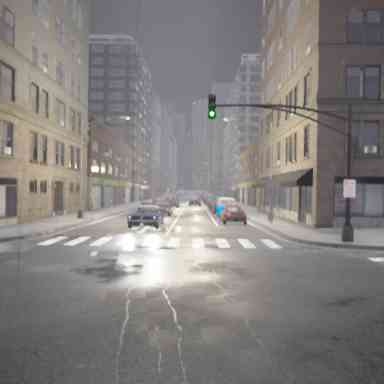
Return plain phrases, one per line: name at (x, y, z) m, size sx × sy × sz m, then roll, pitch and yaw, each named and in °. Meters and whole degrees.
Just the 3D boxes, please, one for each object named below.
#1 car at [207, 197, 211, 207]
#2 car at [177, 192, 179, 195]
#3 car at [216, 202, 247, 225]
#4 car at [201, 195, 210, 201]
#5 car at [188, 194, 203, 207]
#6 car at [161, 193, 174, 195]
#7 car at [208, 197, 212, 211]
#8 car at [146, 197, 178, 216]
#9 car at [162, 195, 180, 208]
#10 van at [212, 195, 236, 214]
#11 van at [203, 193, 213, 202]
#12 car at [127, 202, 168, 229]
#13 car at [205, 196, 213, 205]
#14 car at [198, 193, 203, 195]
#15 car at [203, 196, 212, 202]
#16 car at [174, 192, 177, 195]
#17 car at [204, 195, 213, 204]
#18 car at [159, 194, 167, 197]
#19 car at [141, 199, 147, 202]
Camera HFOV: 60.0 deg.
car at (3.127, 1.644, 41.092) m, size 1.802 × 1.307 × 4.206 m, roll 1°, pitch 0°, yaw 0°
car at (-5.063, 1.327, 85.581) m, size 1.887 × 1.381 × 4.507 m, roll 1°, pitch 0°, yaw 0°
car at (3.002, 1.638, 24.434) m, size 1.802 × 1.307 × 4.206 m, roll 1°, pitch 0°, yaw 0°
car at (3.461, 1.478, 85.510) m, size 1.947 × 1.339 × 4.313 m, roll 1°, pitch 0°, yaw 0°
car at (0.453, 1.519, 52.870) m, size 1.812 × 1.442 × 4.674 m, roll 1°, pitch 0°, yaw 0°
car at (-5.225, 1.183, 63.368) m, size 2.192 × 1.841 × 5.009 m, roll 1°, pitch 0°, yaw 0°
car at (3.085, 1.607, 35.537) m, size 1.887 × 1.381 × 4.507 m, roll 1°, pitch 0°, yaw 0°
car at (-2.787, 1.519, 32.099) m, size 2.033 × 1.411 × 5.357 m, roll 1°, pitch 0°, yaw 1°
car at (-2.663, 1.512, 46.302) m, size 2.033 × 1.411 × 5.357 m, roll 1°, pitch 0°, yaw 1°
van at (3.046, 1.401, 29.986) m, size 1.690 × 1.788 × 3.998 m, roll 1°, pitch 0°, yaw 0°
van at (3.257, 1.358, 57.749) m, size 1.690 × 1.788 × 3.998 m, roll 1°, pitch 0°, yaw 0°
car at (-2.872, 1.567, 21.412) m, size 1.895 × 1.301 × 4.718 m, roll 1°, pitch 0°, yaw 1°
car at (3.169, 1.635, 46.643) m, size 1.802 × 1.307 × 4.206 m, roll 1°, pitch 0°, yaw 0°
car at (0.528, 1.434, 62.871) m, size 1.882 × 1.535 × 5.008 m, roll 1°, pitch 0°, yaw 0°
car at (3.377, 1.539, 74.405) m, size 1.802 × 1.307 × 4.206 m, roll 1°, pitch 0°, yaw 0°
car at (-5.143, 1.142, 74.473) m, size 2.192 × 1.841 × 5.009 m, roll 1°, pitch 0°, yaw 0°
car at (3.211, 1.619, 52.199) m, size 1.802 × 1.307 × 4.206 m, roll 1°, pitch 0°, yaw 0°
car at (-5.312, 1.458, 52.265) m, size 2.008 × 1.369 × 4.403 m, roll 1°, pitch 0°, yaw 0°
car at (-5.399, 1.514, 41.160) m, size 1.802 × 1.307 × 4.206 m, roll 1°, pitch 0°, yaw 0°
